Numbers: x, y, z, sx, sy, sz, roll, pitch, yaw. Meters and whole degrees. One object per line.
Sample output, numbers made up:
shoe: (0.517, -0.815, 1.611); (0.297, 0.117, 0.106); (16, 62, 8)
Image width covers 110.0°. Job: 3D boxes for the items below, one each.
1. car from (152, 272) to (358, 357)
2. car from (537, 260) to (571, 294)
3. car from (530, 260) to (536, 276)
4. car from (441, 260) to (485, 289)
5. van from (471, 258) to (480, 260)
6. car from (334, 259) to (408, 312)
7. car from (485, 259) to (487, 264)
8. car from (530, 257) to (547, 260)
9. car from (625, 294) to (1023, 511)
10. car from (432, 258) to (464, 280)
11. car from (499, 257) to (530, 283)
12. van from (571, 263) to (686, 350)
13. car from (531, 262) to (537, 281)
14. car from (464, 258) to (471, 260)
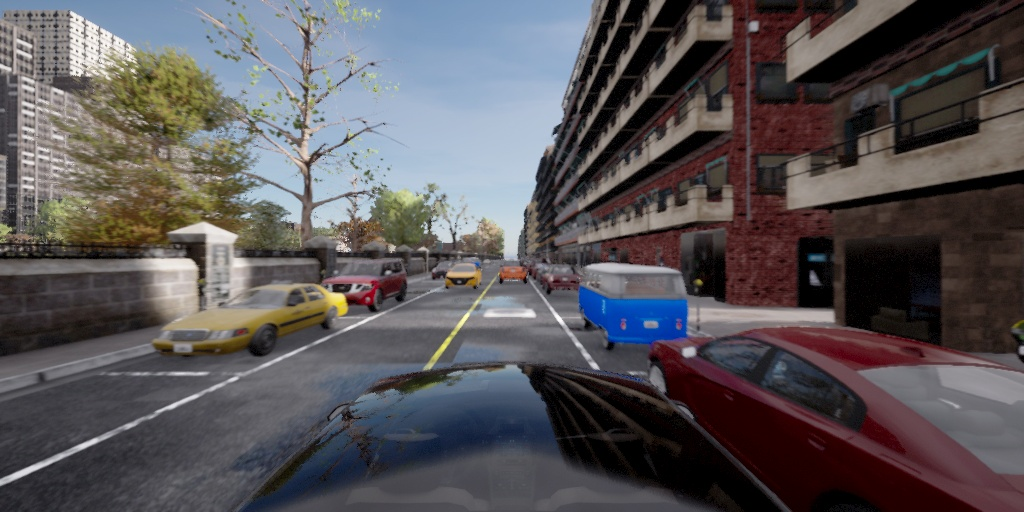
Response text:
car: (-5.694, 1.275, 8.613); (1.751, 1.417, 4.829); (0, 0, 0)
car: (2.679, 1.194, 20.048); (1.967, 1.591, 4.097); (0, 0, 0)
car: (2.672, 1.306, 31.307); (1.888, 1.381, 4.507); (0, 0, 0)
car: (-3.017, 1.235, 23.084); (1.882, 1.535, 5.008); (0, 0, 0)
van: (-5.719, 1.117, 48.193); (1.690, 1.789, 3.998); (0, 0, 0)
car: (-5.698, 1.066, 14.413); (2.192, 1.841, 5.009); (0, 0, 0)
car: (-5.726, 1.343, 59.452); (2.007, 1.370, 4.403); (0, 0, 0)
car: (2.669, 1.080, 36.938); (2.192, 1.841, 5.009); (0, 0, 0)
car: (2.689, 1.295, 3.157); (1.888, 1.381, 4.507); (0, 0, 0)
car: (-5.709, 1.200, 31.303); (1.967, 1.591, 4.097); (0, 0, 0)
car: (0.080, 1.110, 28.433); (2.097, 1.767, 4.553); (0, 0, 0)
van: (2.686, 1.091, 8.788); (1.690, 1.789, 3.998); (0, 0, 0)
car: (2.675, 1.308, 25.678); (2.007, 1.370, 4.403); (0, 0, 0)
car: (-5.712, 1.204, 36.933); (1.967, 1.591, 4.097); (0, 0, 0)
